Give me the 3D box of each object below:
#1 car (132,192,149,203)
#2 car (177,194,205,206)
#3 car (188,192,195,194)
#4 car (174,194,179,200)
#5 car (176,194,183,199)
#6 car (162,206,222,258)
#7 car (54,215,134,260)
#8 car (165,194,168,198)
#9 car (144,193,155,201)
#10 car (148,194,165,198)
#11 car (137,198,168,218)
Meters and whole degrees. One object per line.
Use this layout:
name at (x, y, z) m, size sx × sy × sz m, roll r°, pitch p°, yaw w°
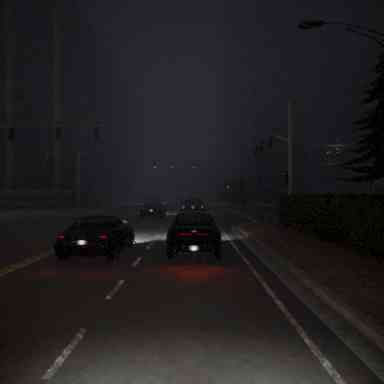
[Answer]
car at (-10.532, 1.091, 66.530) m, size 2.150 × 2.045 × 5.566 m, roll 0°, pitch 0°, yaw 0°
car at (0.071, 1.296, 29.310) m, size 2.097 × 1.767 × 4.553 m, roll 0°, pitch 0°, yaw 0°
car at (-0.036, 1.061, 84.953) m, size 2.150 × 2.045 × 5.566 m, roll 0°, pitch 0°, yaw 0°
car at (-3.537, 1.385, 86.086) m, size 1.994 × 1.385 × 4.181 m, roll 0°, pitch 0°, yaw 0°
car at (-3.540, 1.238, 94.628) m, size 1.812 × 1.442 × 4.674 m, roll 0°, pitch 0°, yaw 0°
car at (0.072, 1.480, 12.687) m, size 1.837 × 1.490 × 4.892 m, roll 0°, pitch 0°, yaw 0°
car at (-3.430, 1.540, 12.371) m, size 1.994 × 1.385 × 4.181 m, roll 0°, pitch 0°, yaw 0°
car at (-7.035, 1.336, 81.944) m, size 1.837 × 1.490 × 4.892 m, roll 0°, pitch 0°, yaw 0°
car at (-10.535, 1.196, 82.137) m, size 2.097 × 1.767 × 4.553 m, roll 0°, pitch 0°, yaw 0°
car at (-7.034, 1.430, 66.562) m, size 1.994 × 1.385 × 4.181 m, roll 0°, pitch 0°, yaw 0°
car at (-3.426, 1.506, 29.894) m, size 1.994 × 1.385 × 4.181 m, roll 0°, pitch 0°, yaw 0°
